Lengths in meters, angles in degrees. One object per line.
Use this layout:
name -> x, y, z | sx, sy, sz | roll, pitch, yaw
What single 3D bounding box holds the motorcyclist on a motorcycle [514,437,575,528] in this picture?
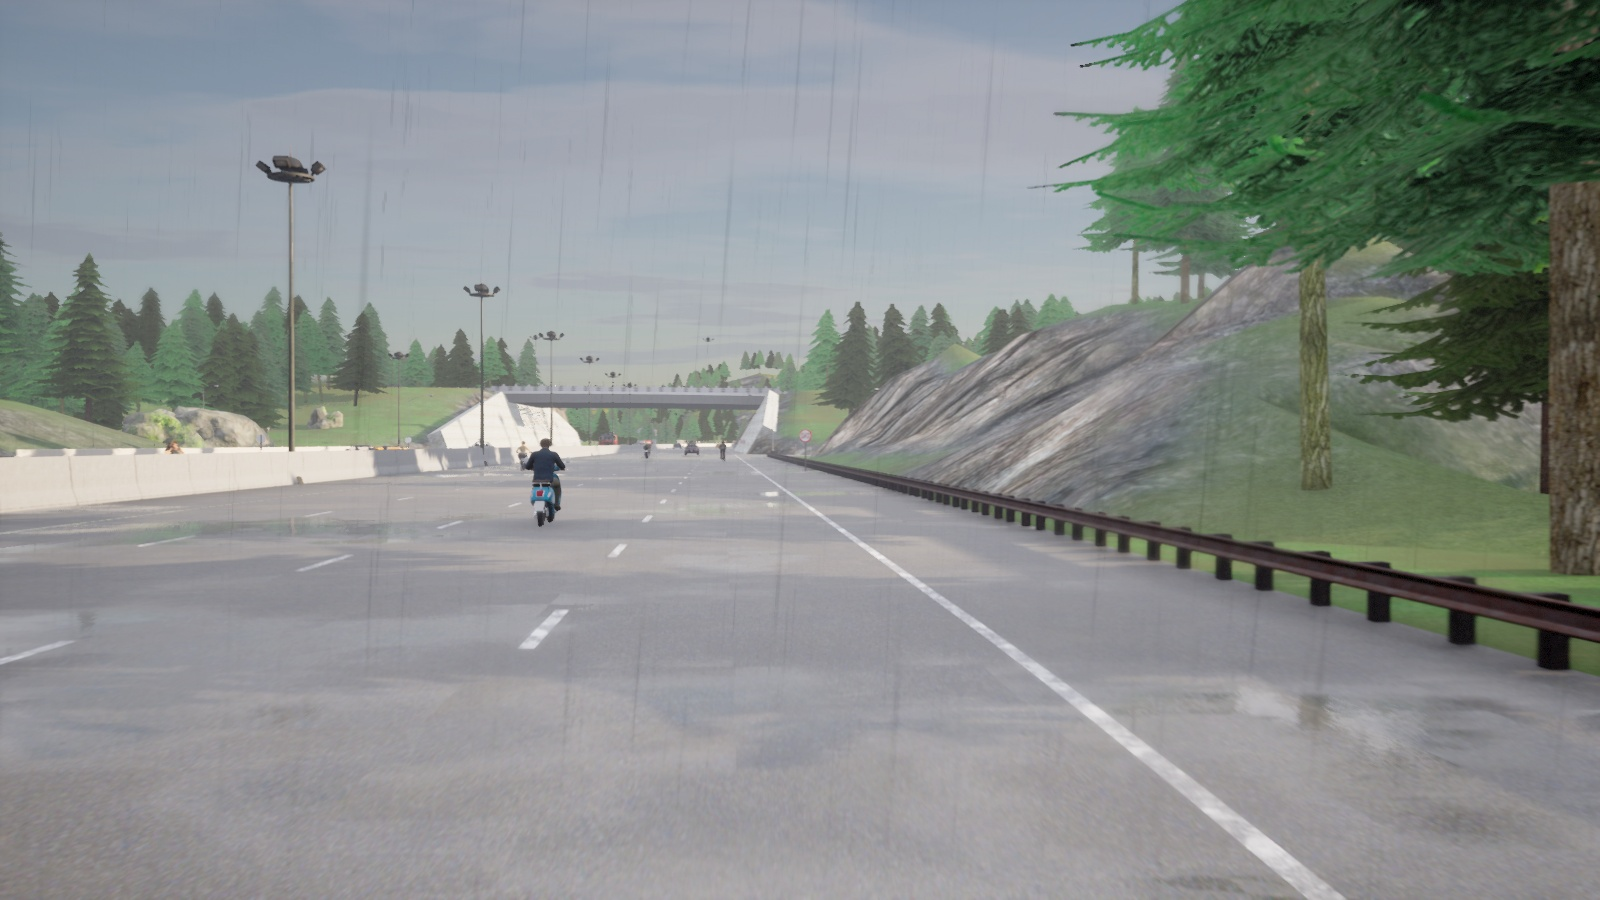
motorcyclist on a motorcycle -> -4.643, 0.567, 22.938 | 0.866, 1.590, 1.817 | 0, 0, -4
